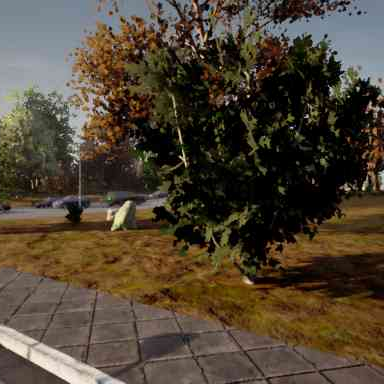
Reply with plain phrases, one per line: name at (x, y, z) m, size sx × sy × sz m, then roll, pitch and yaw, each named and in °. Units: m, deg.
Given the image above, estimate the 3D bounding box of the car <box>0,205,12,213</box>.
car at (-21.762, 1.645, 34.898) m, size 1.895 × 1.301 × 4.718 m, roll 0°, pitch 1°, yaw 39°

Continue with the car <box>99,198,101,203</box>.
car at (-12.332, 1.008, 52.073) m, size 1.812 × 1.442 × 4.674 m, roll 0°, pitch 2°, yaw 39°

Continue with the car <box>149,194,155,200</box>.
car at (-8.792, 0.958, 50.897) m, size 2.033 × 1.411 × 5.357 m, roll 0°, pitch 3°, yaw 39°

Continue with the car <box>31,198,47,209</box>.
car at (-18.547, 1.400, 44.430) m, size 2.033 × 1.411 × 5.357 m, roll 0°, pitch 2°, yaw 39°

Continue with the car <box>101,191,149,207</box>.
car at (-8.943, 0.831, 44.845) m, size 2.150 × 2.045 × 5.566 m, roll 0°, pitch 2°, yaw 39°

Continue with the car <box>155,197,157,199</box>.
car at (-5.775, 0.464, 60.105) m, size 2.128 × 1.511 × 4.902 m, roll 0°, pitch 3°, yaw 40°

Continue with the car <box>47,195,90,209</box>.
car at (-15.485, 1.178, 42.647) m, size 2.097 × 1.767 × 4.553 m, roll 0°, pitch 2°, yaw 39°
